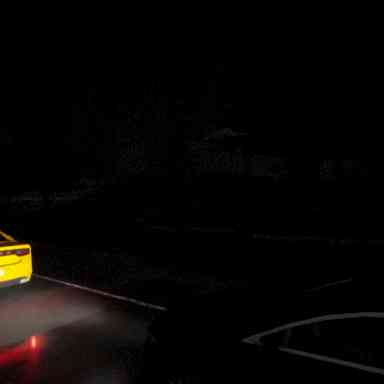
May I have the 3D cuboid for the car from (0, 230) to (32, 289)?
[{"bbox_3d":[-5.888,1.468,8.038,5.008,1.535,1.882,0,0,35],"label":"car"}]

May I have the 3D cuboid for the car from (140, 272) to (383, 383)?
[{"bbox_3d":[1.711,1.492,2.787,4.902,1.511,2.128,0,0,35],"label":"car"}]
